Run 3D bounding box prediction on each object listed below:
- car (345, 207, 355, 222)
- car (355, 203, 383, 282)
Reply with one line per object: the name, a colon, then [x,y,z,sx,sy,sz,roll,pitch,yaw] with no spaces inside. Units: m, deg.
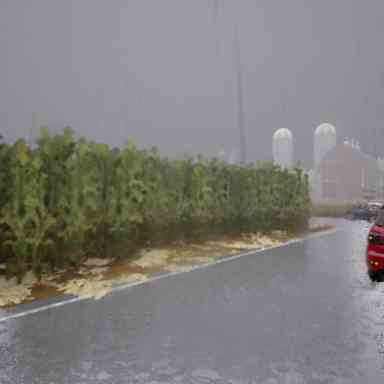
car: [13.322,1.586,24.533,1.837,1.490,4.892,3,0,-7]
car: [6.435,1.272,9.055,2.150,2.045,5.566,1,0,41]
